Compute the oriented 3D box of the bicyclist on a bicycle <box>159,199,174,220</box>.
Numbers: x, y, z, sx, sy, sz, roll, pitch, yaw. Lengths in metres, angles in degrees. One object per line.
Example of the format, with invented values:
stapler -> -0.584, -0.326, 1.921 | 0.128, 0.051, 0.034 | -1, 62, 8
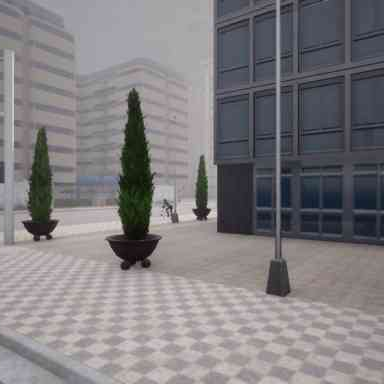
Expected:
bicyclist on a bicycle -> -1.975, 1.356, 25.864 | 1.656, 1.620, 0.582 | 0, 0, 35
